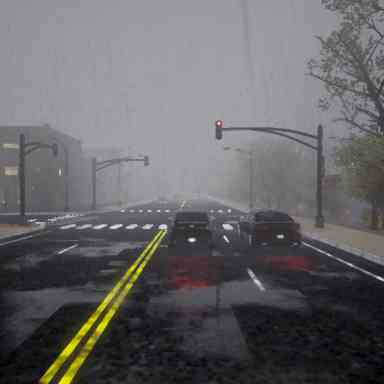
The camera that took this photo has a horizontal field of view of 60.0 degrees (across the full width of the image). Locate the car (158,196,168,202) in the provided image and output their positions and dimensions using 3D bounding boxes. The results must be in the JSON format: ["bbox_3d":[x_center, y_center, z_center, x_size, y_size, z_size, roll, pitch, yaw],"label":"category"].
[{"bbox_3d":[-6.634,1.538,77.337,1.994,1.385,4.181,0,0,0],"label":"car"}]

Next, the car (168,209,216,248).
[{"bbox_3d":[0.000,1.513,14.652,1.837,1.490,4.892,0,0,0],"label":"car"}]

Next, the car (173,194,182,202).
[{"bbox_3d":[-3.384,1.341,77.377,2.097,1.767,4.553,0,0,0],"label":"car"}]

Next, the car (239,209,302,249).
[{"bbox_3d":[3.250,1.482,14.652,1.882,1.535,5.008,0,0,0],"label":"car"}]
